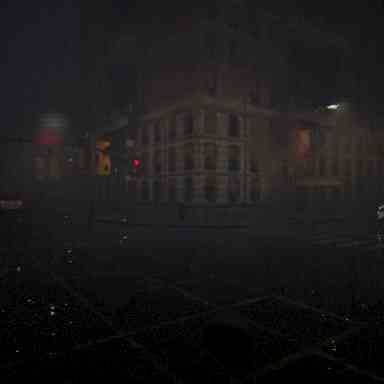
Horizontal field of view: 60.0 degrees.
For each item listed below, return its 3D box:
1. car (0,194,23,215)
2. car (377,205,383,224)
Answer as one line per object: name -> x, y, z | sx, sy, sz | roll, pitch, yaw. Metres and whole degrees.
car -> -18.868, 1.221, 34.158 | 2.150, 2.045, 5.566 | 0, 0, -35
car -> 15.332, 1.226, 23.525 | 5.566, 2.045, 2.150 | 0, 0, -35
